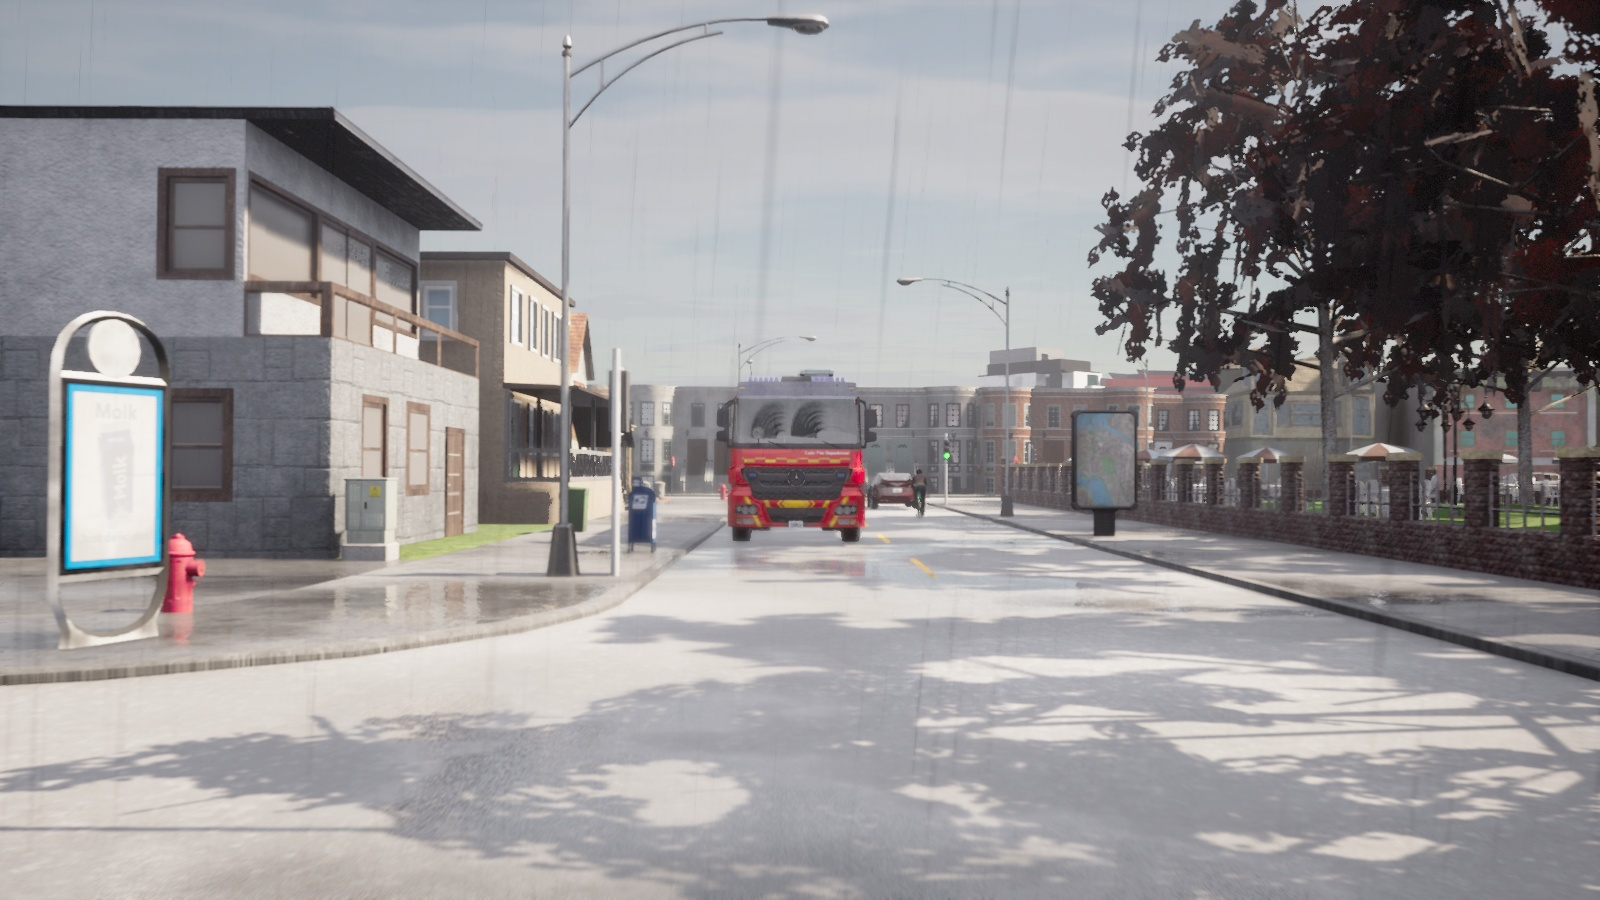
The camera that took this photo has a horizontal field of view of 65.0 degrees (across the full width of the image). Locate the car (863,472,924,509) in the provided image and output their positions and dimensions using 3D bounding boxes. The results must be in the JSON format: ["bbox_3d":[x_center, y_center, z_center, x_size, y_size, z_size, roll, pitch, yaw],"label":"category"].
[{"bbox_3d":[3.869,1.654,52.561,2.163,1.488,4.792,0,-1,0],"label":"car"}]

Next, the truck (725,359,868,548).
[{"bbox_3d":[-0.079,0.133,29.678,2.891,3.827,8.468,0,-1,0],"label":"truck"}]

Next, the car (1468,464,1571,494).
[{"bbox_3d":[41.266,1.668,72.136,4.611,1.667,2.242,0,-1,5],"label":"car"}]
